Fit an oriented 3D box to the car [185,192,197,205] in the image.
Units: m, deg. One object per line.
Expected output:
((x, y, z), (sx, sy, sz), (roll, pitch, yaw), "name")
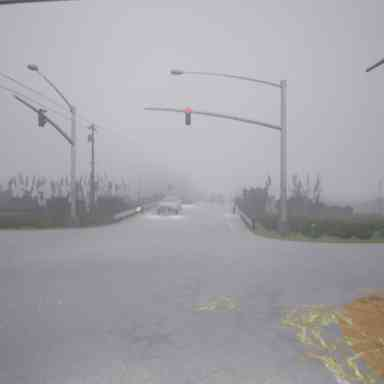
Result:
((-0.872, 0.880, 41.902), (1.994, 1.385, 4.181), (0, 1, 7), "car")

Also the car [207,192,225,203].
((3.687, 0.799, 48.421), (1.882, 1.535, 5.008), (0, -1, 7), "car")

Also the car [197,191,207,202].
((1.624, 0.877, 60.398), (2.150, 2.045, 5.566), (0, -2, 8), "car")

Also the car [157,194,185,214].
((-2.024, 1.161, 31.093), (1.812, 1.442, 4.674), (0, 3, 5), "car")
